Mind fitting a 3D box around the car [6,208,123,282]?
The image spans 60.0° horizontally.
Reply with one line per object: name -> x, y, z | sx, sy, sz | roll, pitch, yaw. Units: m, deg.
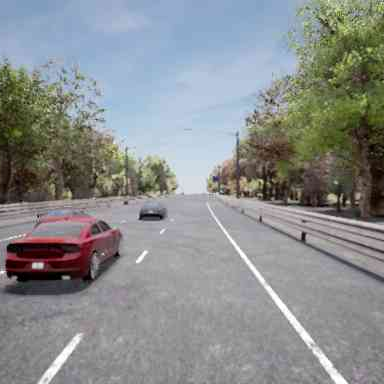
car -> -3.367, 1.456, 9.761 | 1.882, 1.535, 5.008 | 0, 0, 0

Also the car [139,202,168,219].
car -> -3.171, 1.501, 27.901 | 1.994, 1.385, 4.181 | 0, 0, 1

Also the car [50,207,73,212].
car -> -6.739, 1.526, 18.042 | 1.994, 1.385, 4.181 | 0, 0, 0
